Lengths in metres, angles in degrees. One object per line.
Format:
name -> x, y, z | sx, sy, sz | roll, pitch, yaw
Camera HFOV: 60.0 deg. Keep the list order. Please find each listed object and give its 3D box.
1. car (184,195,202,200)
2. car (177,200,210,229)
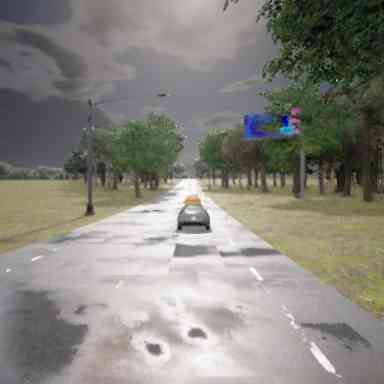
car -> 0.103, 1.047, 38.973 | 1.882, 1.535, 5.008 | 0, 2, 0
car -> 0.102, 1.469, 21.078 | 1.994, 1.385, 4.181 | 0, 1, 0
